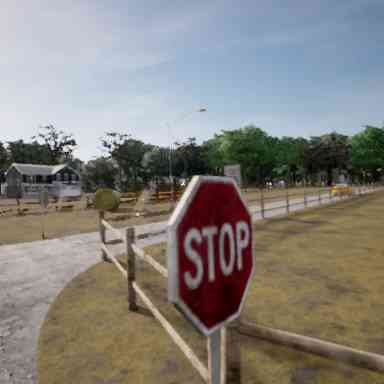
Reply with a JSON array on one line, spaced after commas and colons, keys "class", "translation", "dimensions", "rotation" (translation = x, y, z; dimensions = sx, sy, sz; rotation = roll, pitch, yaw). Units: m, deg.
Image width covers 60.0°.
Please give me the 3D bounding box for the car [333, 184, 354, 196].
[{"class": "car", "translation": [20.256, -0.363, 44.524], "dimensions": [1.882, 1.535, 5.008], "rotation": [-3, 0, 36]}]
